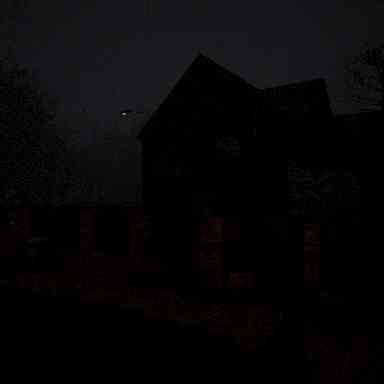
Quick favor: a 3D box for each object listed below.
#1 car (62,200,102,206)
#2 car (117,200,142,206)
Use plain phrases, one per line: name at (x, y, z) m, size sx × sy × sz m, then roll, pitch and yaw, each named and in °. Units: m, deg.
car at (-11.705, 1.594, 35.050) m, size 1.837 × 1.490 × 4.892 m, roll 0°, pitch 0°, yaw 35°
car at (-6.893, 1.623, 36.221) m, size 1.812 × 1.442 × 4.674 m, roll 0°, pitch 0°, yaw 35°
